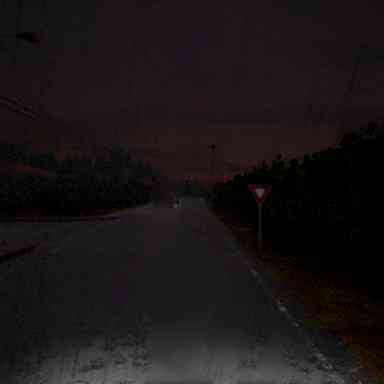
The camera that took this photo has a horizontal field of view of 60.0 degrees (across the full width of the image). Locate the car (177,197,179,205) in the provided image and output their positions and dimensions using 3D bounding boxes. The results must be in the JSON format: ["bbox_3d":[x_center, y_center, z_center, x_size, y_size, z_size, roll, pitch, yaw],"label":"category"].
[{"bbox_3d":[-3.441,1.667,63.613,2.128,1.511,4.902,0,0,1],"label":"car"}]

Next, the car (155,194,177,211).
[{"bbox_3d":[-3.581,1.343,43.929,2.150,2.045,5.566,0,0,0],"label":"car"}]
